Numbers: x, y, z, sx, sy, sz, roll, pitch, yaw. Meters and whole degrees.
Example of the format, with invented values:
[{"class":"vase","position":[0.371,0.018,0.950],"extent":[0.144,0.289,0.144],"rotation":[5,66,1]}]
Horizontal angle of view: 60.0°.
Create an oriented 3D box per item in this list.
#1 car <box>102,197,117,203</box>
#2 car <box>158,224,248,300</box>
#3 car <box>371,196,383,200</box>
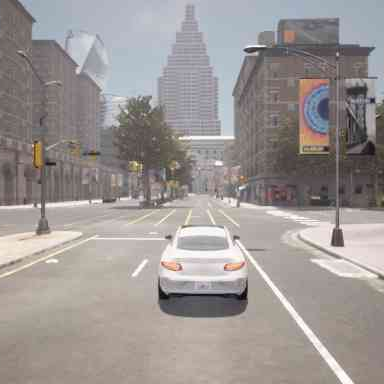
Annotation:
[{"class":"car","position":[-16.742,1.595,67.350],"extent":[1.895,1.301,4.718],"rotation":[0,0,1]},{"class":"car","position":[0.261,1.526,8.285],"extent":[1.812,1.442,4.674],"rotation":[0,0,2]},{"class":"car","position":[35.971,1.481,67.558],"extent":[2.231,1.521,4.892],"rotation":[0,0,1]}]
